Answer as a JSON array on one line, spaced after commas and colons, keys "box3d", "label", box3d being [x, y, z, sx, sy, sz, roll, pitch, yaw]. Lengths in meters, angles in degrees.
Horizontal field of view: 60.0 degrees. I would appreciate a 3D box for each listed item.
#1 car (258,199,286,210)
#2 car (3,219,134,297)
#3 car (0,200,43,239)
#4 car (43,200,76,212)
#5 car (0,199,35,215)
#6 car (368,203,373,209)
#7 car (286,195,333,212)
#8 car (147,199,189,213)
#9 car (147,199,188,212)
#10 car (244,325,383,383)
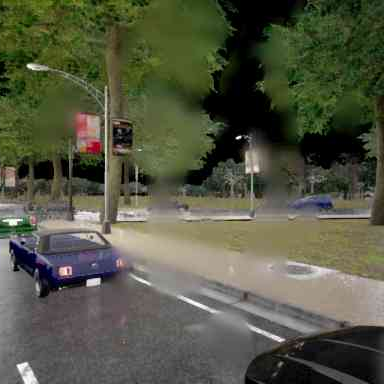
[{"box3d": [11.421, 1.719, 45.602, 4.902, 1.511, 2.128, 0, 0, -14], "label": "car"}, {"box3d": [-3.419, 1.601, 8.719, 1.895, 1.301, 4.718, 0, 0, -38], "label": "car"}, {"box3d": [-8.909, 1.352, 15.837, 2.097, 1.767, 4.553, 0, 0, -38], "label": "car"}, {"box3d": [-15.747, 1.633, 38.668, 4.181, 1.385, 1.994, 0, 0, -14], "label": "car"}, {"box3d": [-19.095, 1.536, 34.443, 4.902, 1.511, 2.128, 0, 0, -14], "label": "car"}, {"box3d": [28.723, 1.910, 49.934, 4.674, 1.442, 1.812, 0, 0, -14], "label": "car"}, {"box3d": [15.611, 1.472, 43.318, 5.566, 2.045, 2.150, 0, 0, -14], "label": "car"}, {"box3d": [-2.734, 1.642, 38.631, 4.892, 1.490, 1.837, 0, 0, -14], "label": "car"}, {"box3d": [-3.099, 1.647, 41.892, 4.892, 1.490, 1.837, 0, 0, -14], "label": "car"}, {"box3d": [2.352, 1.478, 1.244, 1.882, 1.535, 5.008, 0, 0, -38], "label": "car"}]
